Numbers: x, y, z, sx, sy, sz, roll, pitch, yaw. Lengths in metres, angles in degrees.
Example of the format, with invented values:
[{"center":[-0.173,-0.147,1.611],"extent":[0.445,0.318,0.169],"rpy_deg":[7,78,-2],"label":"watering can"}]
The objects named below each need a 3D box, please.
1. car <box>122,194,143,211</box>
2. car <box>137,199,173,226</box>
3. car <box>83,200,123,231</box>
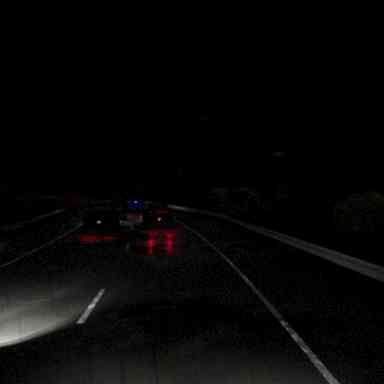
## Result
[{"center":[-7.311,1.252,40.824],"extent":[2.150,2.045,5.566],"rpy_deg":[0,0,-18],"label":"car"},{"center":[-2.515,1.506,23.299],"extent":[2.128,1.511,4.902],"rpy_deg":[0,0,-11],"label":"car"},{"center":[-5.543,1.498,20.738],"extent":[1.882,1.535,5.008],"rpy_deg":[0,0,-10],"label":"car"}]
